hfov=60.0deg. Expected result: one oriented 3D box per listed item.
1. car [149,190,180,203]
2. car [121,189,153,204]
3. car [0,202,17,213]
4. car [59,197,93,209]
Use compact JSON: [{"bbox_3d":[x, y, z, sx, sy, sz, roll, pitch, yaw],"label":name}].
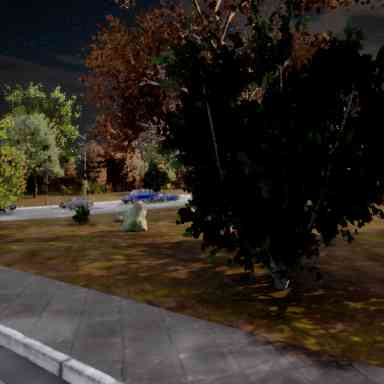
[{"bbox_3d":[-3.796,0.811,49.977,1.812,1.442,4.674,0,3,39],"label":"car"},{"bbox_3d":[-8.092,0.627,50.555,2.150,2.045,5.566,0,3,40],"label":"car"},{"bbox_3d":[-21.005,1.533,34.658,2.128,1.511,4.902,0,1,39],"label":"car"},{"bbox_3d":[-14.742,1.385,42.386,1.994,1.385,4.181,0,2,38],"label":"car"}]
